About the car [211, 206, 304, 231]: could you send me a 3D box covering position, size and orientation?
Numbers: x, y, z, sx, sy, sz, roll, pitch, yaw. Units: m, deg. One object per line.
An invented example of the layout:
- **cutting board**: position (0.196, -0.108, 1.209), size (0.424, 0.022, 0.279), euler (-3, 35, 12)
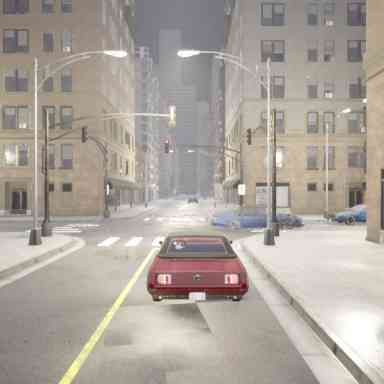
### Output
- **car**: position (3.715, 1.538, 19.637), size (5.357, 1.411, 2.033), euler (0, 0, 0)

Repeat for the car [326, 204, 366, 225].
- **car**: position (12.201, 1.512, 22.827), size (5.357, 1.411, 2.033), euler (0, 0, 3)

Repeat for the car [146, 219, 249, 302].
- **car**: position (0.094, 1.601, 8.238), size (1.895, 1.301, 4.718), euler (0, 0, 0)

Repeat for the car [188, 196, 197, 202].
- **car**: position (0.109, 1.567, 75.151), size (1.895, 1.301, 4.718), euler (0, 0, 0)

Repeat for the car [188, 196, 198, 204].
- **car**: position (0.188, 1.508, 64.408), size (1.812, 1.442, 4.674), euler (0, 0, 0)
